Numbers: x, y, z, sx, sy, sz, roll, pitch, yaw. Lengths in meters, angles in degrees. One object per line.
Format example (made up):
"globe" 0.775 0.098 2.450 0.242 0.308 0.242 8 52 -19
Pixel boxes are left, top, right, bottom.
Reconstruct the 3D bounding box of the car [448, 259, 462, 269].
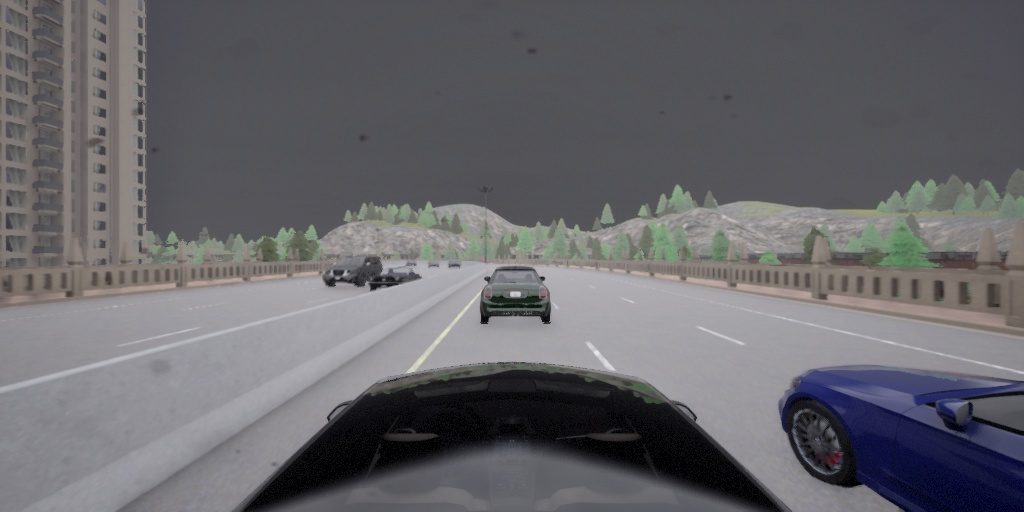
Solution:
"car" -10.157 1.282 63.683 2.097 1.767 4.553 0 0 -14

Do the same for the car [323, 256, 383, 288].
"car" -10.596 1.000 24.552 2.150 2.045 5.566 0 0 0

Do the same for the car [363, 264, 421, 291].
"car" -7.098 1.375 22.068 1.895 1.301 4.718 0 0 0

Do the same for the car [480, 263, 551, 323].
"car" 0.101 1.111 12.316 2.097 1.767 4.553 0 0 0

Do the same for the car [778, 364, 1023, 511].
"car" 3.600 1.276 1.650 1.812 1.442 4.674 0 0 0
